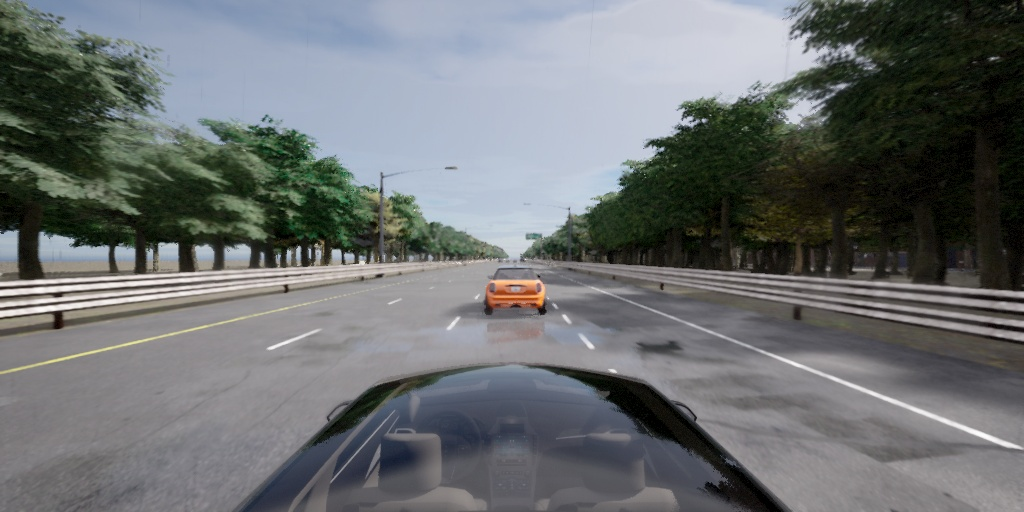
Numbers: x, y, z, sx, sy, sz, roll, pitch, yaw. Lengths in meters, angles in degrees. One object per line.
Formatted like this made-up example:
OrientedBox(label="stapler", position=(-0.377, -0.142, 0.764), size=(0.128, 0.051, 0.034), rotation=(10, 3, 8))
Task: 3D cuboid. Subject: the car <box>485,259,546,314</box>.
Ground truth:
OrientedBox(label="car", position=(0.103, 1.133, 14.119), size=(2.097, 1.767, 4.553), rotation=(0, 0, -1))
